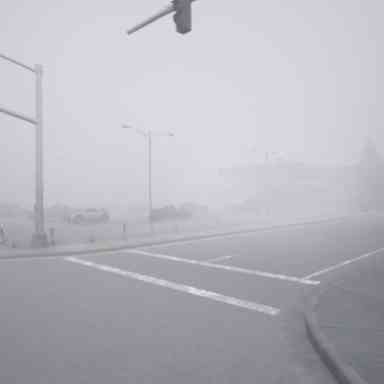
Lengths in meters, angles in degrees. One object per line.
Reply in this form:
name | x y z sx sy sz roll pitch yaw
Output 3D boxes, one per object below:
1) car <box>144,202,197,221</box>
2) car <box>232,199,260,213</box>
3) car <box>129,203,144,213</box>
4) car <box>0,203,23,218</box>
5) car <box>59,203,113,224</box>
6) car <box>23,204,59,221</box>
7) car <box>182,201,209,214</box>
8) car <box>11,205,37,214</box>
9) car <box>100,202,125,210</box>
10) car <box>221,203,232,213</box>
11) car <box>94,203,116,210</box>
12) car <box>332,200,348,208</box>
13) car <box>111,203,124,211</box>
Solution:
car | -2.062 2.063 32.763 4.514 1.523 2.007 0 -2 -45
car | 8.071 2.020 47.941 3.866 1.878 1.905 0 -2 -45
car | -8.084 2.598 54.086 4.514 1.523 2.007 0 -2 -45
car | -23.394 2.375 43.832 3.866 1.878 1.905 0 -2 -45
car | -9.649 2.054 30.408 3.806 1.475 1.970 0 -2 -45
car | -14.394 2.133 34.741 5.027 1.636 2.152 0 -2 -45
car | 0.168 2.084 44.740 4.605 1.855 1.932 0 -2 -45
car | -31.328 3.178 62.002 3.806 1.475 1.970 0 -2 -45
car | -17.959 3.212 75.029 5.027 1.636 2.152 0 -2 -45
car | 6.171 2.389 50.727 3.806 1.475 1.970 0 -2 -45
car | -20.203 3.299 77.220 4.514 1.523 2.007 0 -2 -45
car | 32.627 2.575 71.461 2.242 1.667 4.611 0 -2 -45
car | -15.082 2.869 61.215 3.633 1.501 1.845 0 -2 -45
